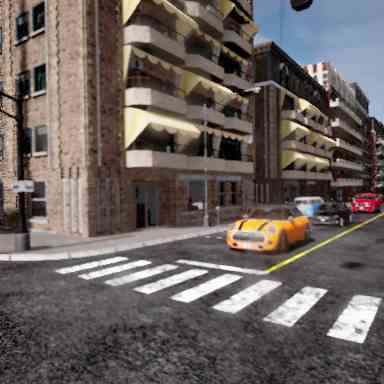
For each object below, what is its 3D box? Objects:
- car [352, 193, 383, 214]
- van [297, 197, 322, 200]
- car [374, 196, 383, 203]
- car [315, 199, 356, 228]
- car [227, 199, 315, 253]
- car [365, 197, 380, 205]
[{"bbox_3d":[18.200,1.174,34.804,2.150,2.045,5.566,0,1,36],"label":"car"},{"bbox_3d":[9.502,1.330,27.085,1.690,1.788,3.998,-2,-1,35],"label":"van"},{"bbox_3d":[38.365,1.454,67.746,1.887,1.381,4.507,-2,-1,35],"label":"car"},{"bbox_3d":[9.495,1.487,22.566,1.837,1.490,4.892,0,0,35],"label":"car"},{"bbox_3d":[3.282,1.352,13.814,2.097,1.767,4.553,0,0,35],"label":"car"},{"bbox_3d":[31.952,1.510,58.709,1.802,1.307,4.206,-2,-1,35],"label":"car"}]
